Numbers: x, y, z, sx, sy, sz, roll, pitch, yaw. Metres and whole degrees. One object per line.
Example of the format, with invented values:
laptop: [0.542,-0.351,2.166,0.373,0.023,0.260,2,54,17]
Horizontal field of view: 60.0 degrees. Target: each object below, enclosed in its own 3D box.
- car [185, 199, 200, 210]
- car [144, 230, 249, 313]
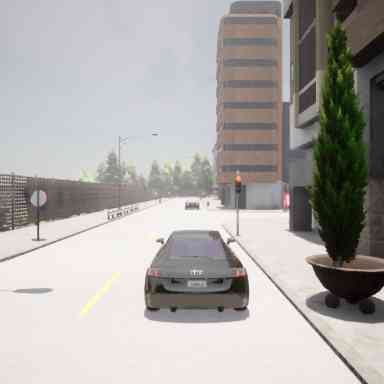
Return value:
car: [0.028,1.601,43.839,1.895,1.301,4.718,0,0,-1]
car: [0.085,1.564,7.772,1.994,1.385,4.181,0,0,0]
